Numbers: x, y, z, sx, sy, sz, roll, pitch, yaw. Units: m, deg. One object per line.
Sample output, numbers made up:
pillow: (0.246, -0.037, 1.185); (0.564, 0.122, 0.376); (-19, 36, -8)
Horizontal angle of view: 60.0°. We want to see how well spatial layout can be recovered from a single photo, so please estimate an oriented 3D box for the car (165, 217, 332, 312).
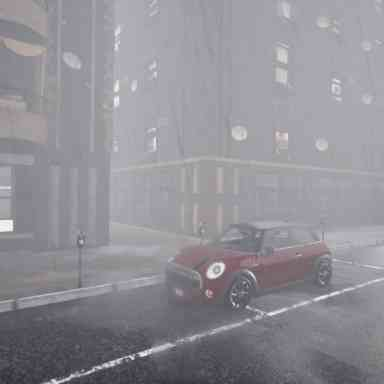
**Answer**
car: (1.373, 1.442, 7.684); (4.097, 1.590, 1.967); (0, 1, -36)
